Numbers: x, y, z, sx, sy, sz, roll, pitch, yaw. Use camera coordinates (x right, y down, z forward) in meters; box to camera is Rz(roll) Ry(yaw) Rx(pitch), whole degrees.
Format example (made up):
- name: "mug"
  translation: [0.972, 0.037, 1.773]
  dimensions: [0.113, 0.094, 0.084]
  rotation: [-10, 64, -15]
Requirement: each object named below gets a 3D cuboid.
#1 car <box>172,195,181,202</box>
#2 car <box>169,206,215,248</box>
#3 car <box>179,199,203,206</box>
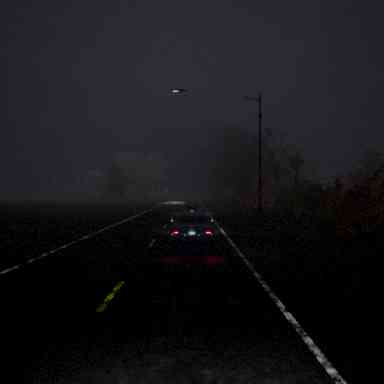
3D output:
- name: "car"
  translation: [-3.500, 1.473, 76.746]
  dimensions: [2.128, 1.511, 4.902]
  rotation: [0, 0, 0]
- name: "car"
  translation: [0.000, 1.561, 14.650]
  dimensions: [2.033, 1.411, 5.357]
  rotation: [0, 0, 0]
- name: "car"
  translation: [0.000, 1.563, 29.650]
  dimensions: [1.994, 1.385, 4.181]
  rotation: [0, 0, 0]
